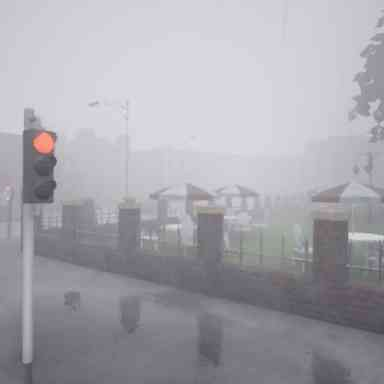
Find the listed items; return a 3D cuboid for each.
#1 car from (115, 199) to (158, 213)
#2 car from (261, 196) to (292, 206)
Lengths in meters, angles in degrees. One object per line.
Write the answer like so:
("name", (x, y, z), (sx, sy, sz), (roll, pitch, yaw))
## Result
("car", (-4.834, 1.311, 29.704), (1.994, 1.385, 4.181), (1, 1, 35))
("car", (11.946, 1.295, 47.624), (4.892, 1.490, 1.837), (1, 0, -8))
